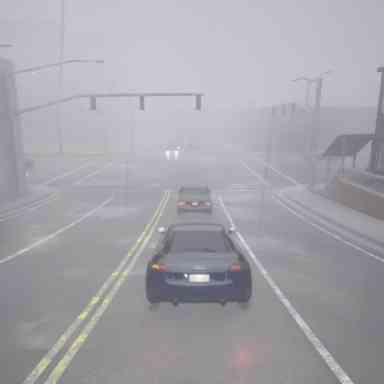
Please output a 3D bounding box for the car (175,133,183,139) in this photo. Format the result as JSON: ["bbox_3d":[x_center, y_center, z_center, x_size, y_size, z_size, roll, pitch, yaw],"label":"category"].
[{"bbox_3d":[-3.338,-14.790,87.987,1.812,1.442,4.674,0,12,0],"label":"car"}]

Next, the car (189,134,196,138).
[{"bbox_3d":[0.159,-14.419,86.291,1.812,1.442,4.674,0,12,0],"label":"car"}]

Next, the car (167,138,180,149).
[{"bbox_3d":[-3.464,-8.293,58.750,1.895,1.301,4.718,0,12,-2],"label":"car"}]

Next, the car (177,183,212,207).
[{"bbox_3d":[0.130,0.226,18.209,2.033,1.411,5.357,0,8,0],"label":"car"}]

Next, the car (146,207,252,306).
[{"bbox_3d":[0.117,1.325,7.711,1.994,1.385,4.181,0,3,0],"label":"car"}]

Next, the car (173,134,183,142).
[{"bbox_3d":[-3.374,-10.488,68.397,2.128,1.511,4.902,0,12,0],"label":"car"}]

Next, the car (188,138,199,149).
[{"bbox_3d":[0.217,-8.456,59.486,1.895,1.301,4.718,0,12,0],"label":"car"}]

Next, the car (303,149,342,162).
[{"bbox_3d":[16.194,-4.550,41.318,4.674,1.442,1.812,0,12,0],"label":"car"}]

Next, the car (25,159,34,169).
[{"bbox_3d":[-19.080,-3.076,34.442,5.008,1.535,1.882,0,12,0],"label":"car"}]
